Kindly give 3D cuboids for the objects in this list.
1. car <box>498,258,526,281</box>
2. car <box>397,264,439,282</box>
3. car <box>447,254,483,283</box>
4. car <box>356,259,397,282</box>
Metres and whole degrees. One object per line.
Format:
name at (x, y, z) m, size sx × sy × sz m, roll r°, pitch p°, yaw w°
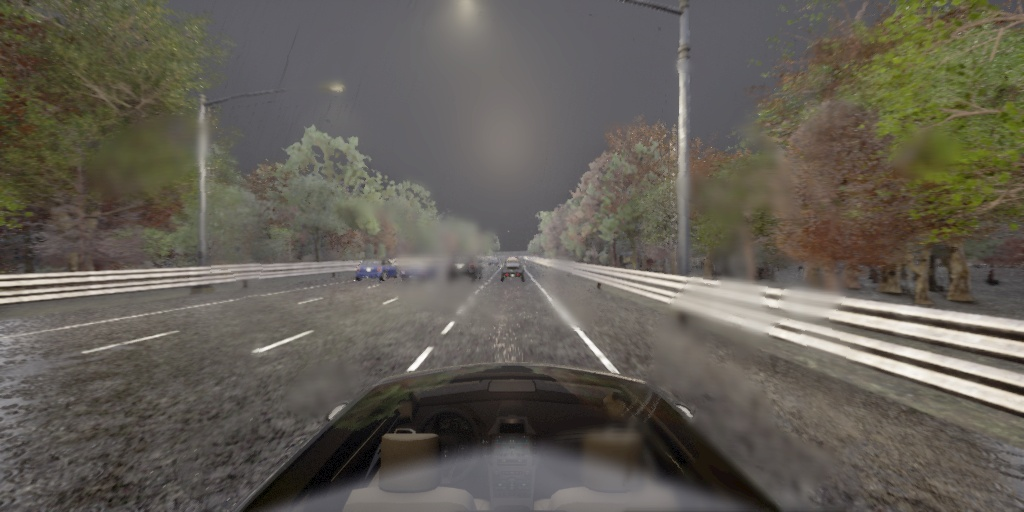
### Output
car at (0.069, 1.156, 29.008) m, size 1.837 × 1.490 × 4.892 m, roll 0°, pitch 1°, yaw 0°
car at (-6.942, 1.256, 27.587) m, size 1.895 × 1.301 × 4.718 m, roll 0°, pitch 0°, yaw 1°
car at (-3.446, 0.880, 27.041) m, size 2.150 × 2.045 × 5.566 m, roll 0°, pitch 1°, yaw 1°
car at (-10.437, 1.004, 28.255) m, size 2.097 × 1.767 × 4.553 m, roll 0°, pitch 0°, yaw 0°
